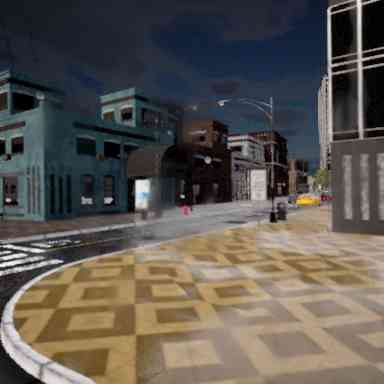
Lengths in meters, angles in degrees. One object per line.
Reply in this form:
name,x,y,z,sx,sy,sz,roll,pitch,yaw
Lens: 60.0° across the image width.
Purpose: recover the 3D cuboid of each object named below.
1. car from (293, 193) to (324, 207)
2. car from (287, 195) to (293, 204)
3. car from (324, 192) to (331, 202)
car,13.758,0.915,39.066,1.882,1.535,5.008,-1,1,32
car,14.646,0.928,45.896,2.033,1.411,5.357,-1,0,31
car,20.076,0.782,49.687,1.812,1.442,4.674,-1,0,30
